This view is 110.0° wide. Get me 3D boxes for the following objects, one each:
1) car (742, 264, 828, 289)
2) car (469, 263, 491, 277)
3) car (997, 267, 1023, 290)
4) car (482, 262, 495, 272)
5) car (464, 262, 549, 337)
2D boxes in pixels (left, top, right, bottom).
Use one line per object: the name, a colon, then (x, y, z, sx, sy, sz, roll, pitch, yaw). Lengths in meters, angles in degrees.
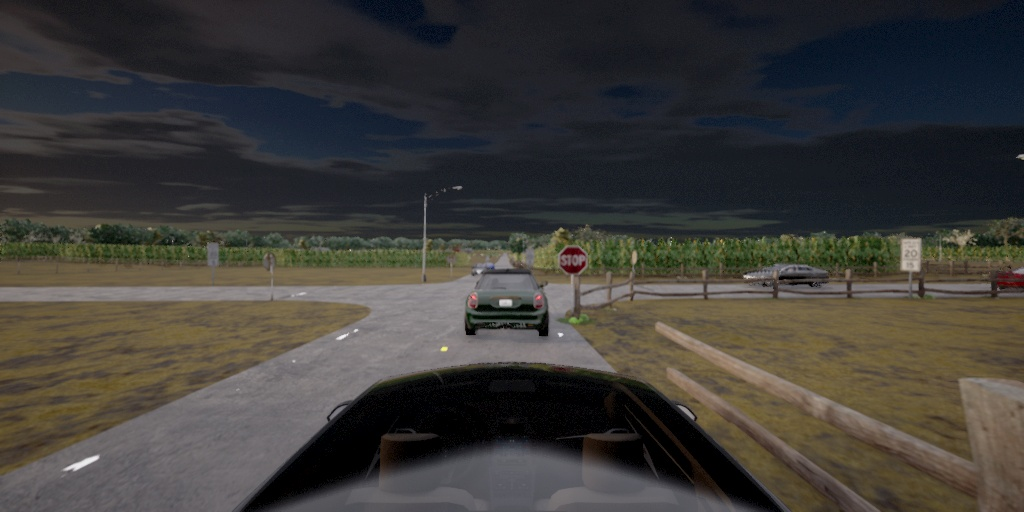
car: (17.517, 1.271, 23.123, 4.902, 1.511, 2.128, 0, 1, -1)
car: (-3.500, 1.542, 40.419, 2.128, 1.511, 4.902, 0, -1, -1)
car: (30.796, 1.311, 20.427, 5.008, 1.535, 1.882, 0, 1, -1)
car: (-3.774, 1.733, 57.930, 1.882, 1.535, 5.008, 0, -1, -1)
car: (-0.013, 1.137, 10.601, 2.097, 1.767, 4.553, 0, 0, 4)
